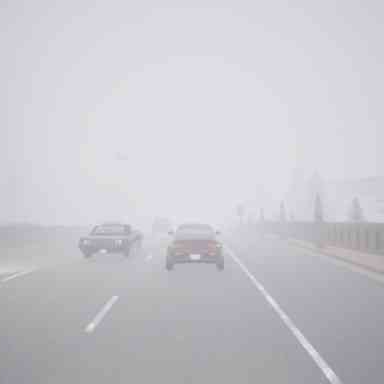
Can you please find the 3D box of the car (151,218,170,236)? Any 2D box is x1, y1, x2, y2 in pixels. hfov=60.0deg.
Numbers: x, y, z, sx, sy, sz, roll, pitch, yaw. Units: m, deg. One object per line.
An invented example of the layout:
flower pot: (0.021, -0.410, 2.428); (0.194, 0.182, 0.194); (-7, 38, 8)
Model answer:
car: (-3.415, 4.074, 38.503); (2.150, 2.045, 5.566); (0, -7, 0)

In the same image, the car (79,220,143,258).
car: (-3.407, 2.106, 14.963); (1.895, 1.301, 4.718); (0, -4, 0)

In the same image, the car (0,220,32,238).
car: (-17.602, 3.574, 31.950); (1.882, 1.535, 5.008); (0, -7, 0)

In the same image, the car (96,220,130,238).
car: (-6.913, 3.311, 29.577); (1.837, 1.490, 4.892); (0, -7, 0)

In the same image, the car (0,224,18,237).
car: (-21.101, 4.169, 36.026); (1.895, 1.301, 4.718); (0, -7, 0)

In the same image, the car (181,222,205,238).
car: (0.087, 3.595, 31.559); (2.033, 1.411, 5.357); (0, -7, 0)

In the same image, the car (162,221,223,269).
car: (0.094, 1.878, 12.244); (1.812, 1.442, 4.674); (0, -3, 0)

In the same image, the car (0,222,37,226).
car: (-14.103, 3.204, 27.955); (1.994, 1.385, 4.181); (0, -6, 0)
